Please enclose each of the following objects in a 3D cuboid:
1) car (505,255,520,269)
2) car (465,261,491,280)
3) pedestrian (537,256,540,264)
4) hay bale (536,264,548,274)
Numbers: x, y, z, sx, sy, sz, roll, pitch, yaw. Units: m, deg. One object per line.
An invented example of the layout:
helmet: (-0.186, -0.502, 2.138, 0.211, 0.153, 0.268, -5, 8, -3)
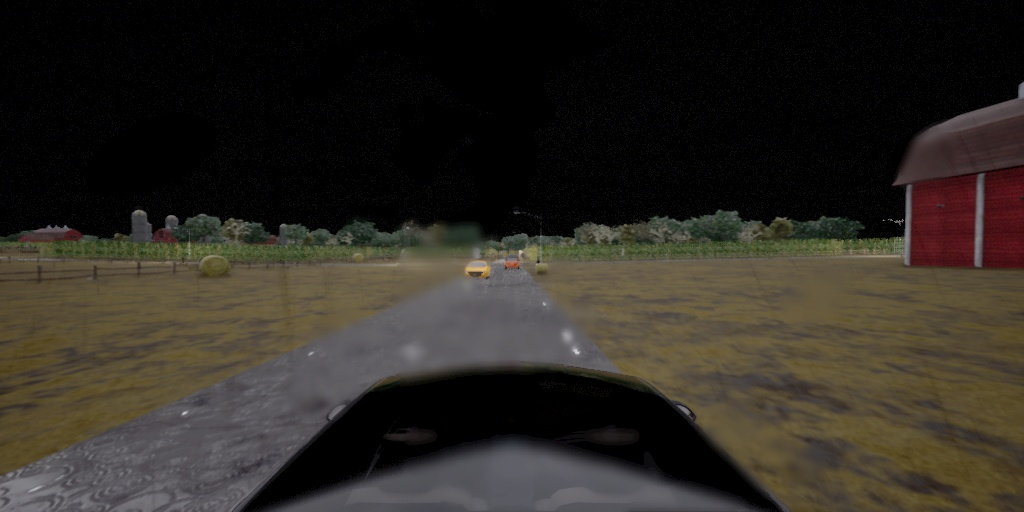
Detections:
car: (0.054, 0.960, 51.763, 2.097, 1.767, 4.553, 0, 0, 1)
car: (-2.842, 1.175, 30.639, 1.882, 1.535, 5.008, 0, 0, 0)
pedestrian: (2.828, 0.942, 39.028, 0.375, 1.860, 0.375, -1, 2, -10)
hay bale: (3.128, 1.328, 37.913, 1.220, 1.180, 1.240, 0, 0, 0)
